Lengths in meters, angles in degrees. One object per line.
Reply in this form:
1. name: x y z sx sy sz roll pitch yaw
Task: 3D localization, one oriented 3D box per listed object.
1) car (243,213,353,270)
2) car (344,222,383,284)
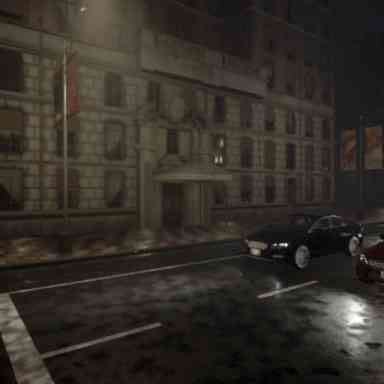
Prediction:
1. car: 3.825 1.469 11.106 4.902 1.511 2.128 0 0 -36
2. car: 6.013 1.498 8.367 4.674 1.442 1.812 0 0 -36
